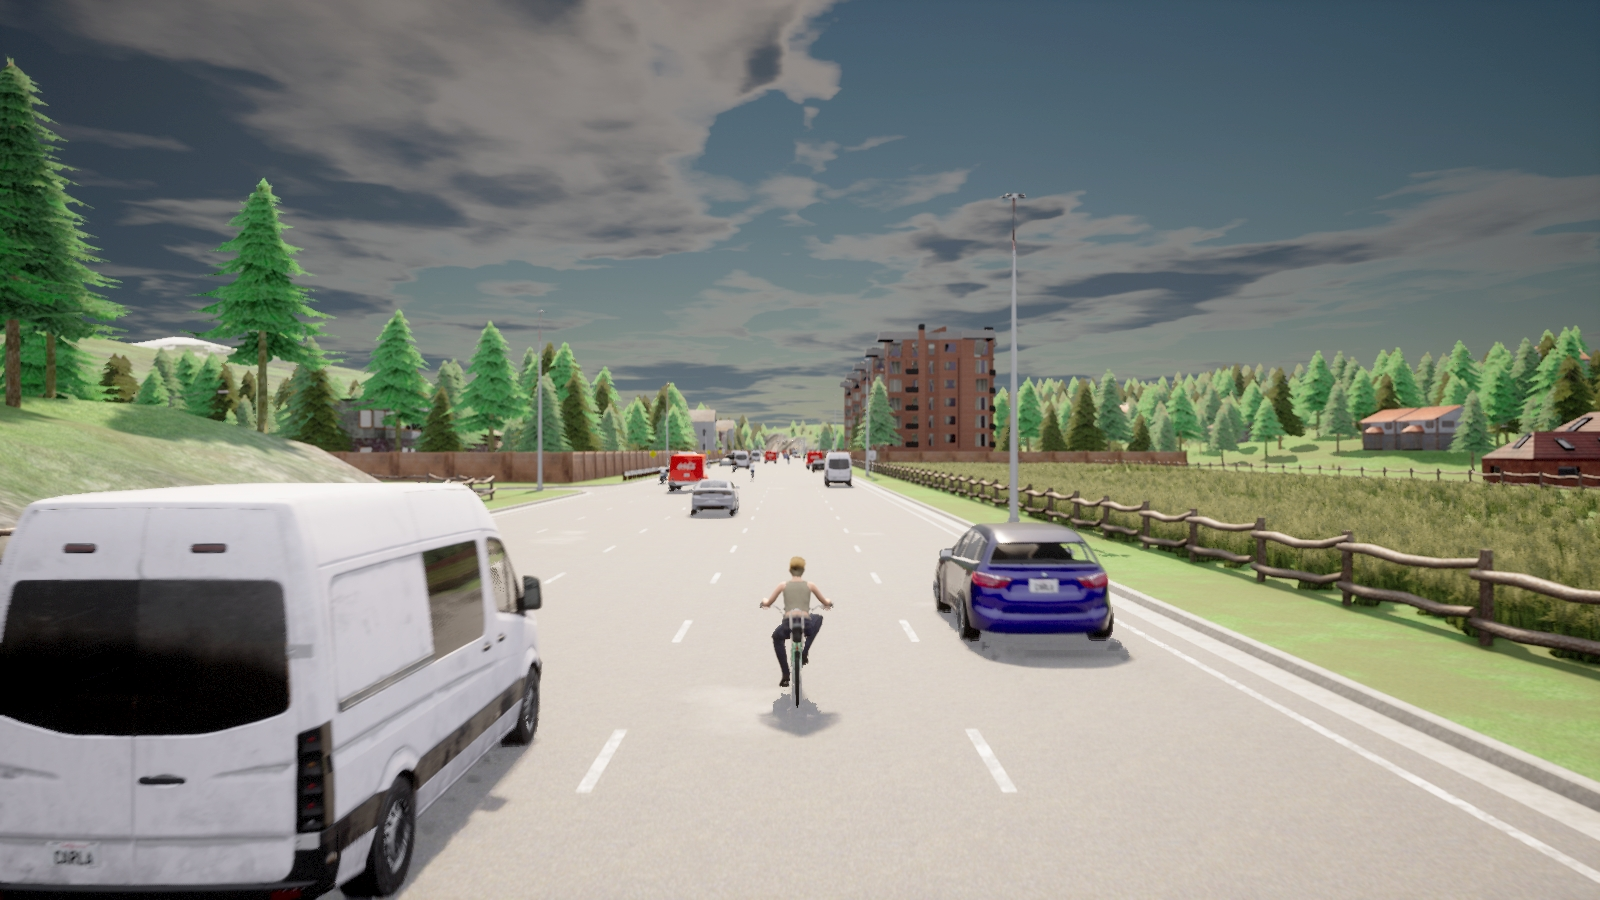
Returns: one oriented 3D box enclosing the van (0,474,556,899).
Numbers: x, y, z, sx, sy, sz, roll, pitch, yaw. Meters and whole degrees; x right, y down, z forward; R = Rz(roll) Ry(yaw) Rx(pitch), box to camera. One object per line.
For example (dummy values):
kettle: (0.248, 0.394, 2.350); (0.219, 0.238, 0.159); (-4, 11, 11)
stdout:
van: (-3.532, 1.531, 8.979); (1.988, 2.561, 5.915); (0, 0, 0)

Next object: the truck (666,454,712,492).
truck: (-7.478, 1.546, 77.641); (2.627, 2.467, 5.204); (0, 0, -1)

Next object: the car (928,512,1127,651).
car: (3.435, 1.963, 18.267); (2.242, 1.667, 4.611); (0, 0, 0)

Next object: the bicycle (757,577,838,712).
bicycle: (-0.035, 2.153, 12.922); (0.859, 1.276, 1.487); (0, 0, -1)

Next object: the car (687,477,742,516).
car: (-3.731, 2.018, 50.693); (2.097, 1.535, 5.006); (0, 0, 0)
